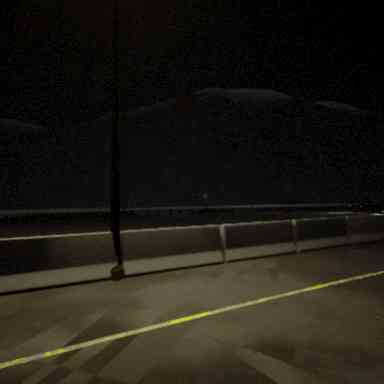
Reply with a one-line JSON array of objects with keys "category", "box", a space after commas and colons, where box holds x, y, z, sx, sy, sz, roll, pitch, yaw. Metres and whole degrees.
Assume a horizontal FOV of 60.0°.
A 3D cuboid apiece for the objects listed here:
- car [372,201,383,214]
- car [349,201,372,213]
[{"category": "car", "box": [22.280, 1.616, 35.495, 5.357, 1.411, 2.033, 0, 0, -22]}, {"category": "car", "box": [20.548, 1.667, 38.546, 4.718, 1.301, 1.895, 0, 0, -22]}]
